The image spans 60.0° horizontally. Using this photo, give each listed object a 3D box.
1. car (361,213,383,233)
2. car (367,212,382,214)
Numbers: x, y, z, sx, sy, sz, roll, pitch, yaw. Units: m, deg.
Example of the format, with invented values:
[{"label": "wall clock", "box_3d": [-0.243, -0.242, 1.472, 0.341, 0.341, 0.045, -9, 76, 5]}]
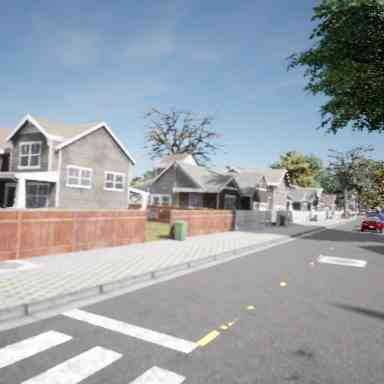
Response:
[{"label": "car", "box_3d": [18.814, 3.351, 34.681, 1.882, 1.535, 5.008, 2, -2, 30]}, {"label": "car", "box_3d": [23.870, 3.610, 43.534, 2.150, 2.045, 5.566, 2, -2, 30]}]
